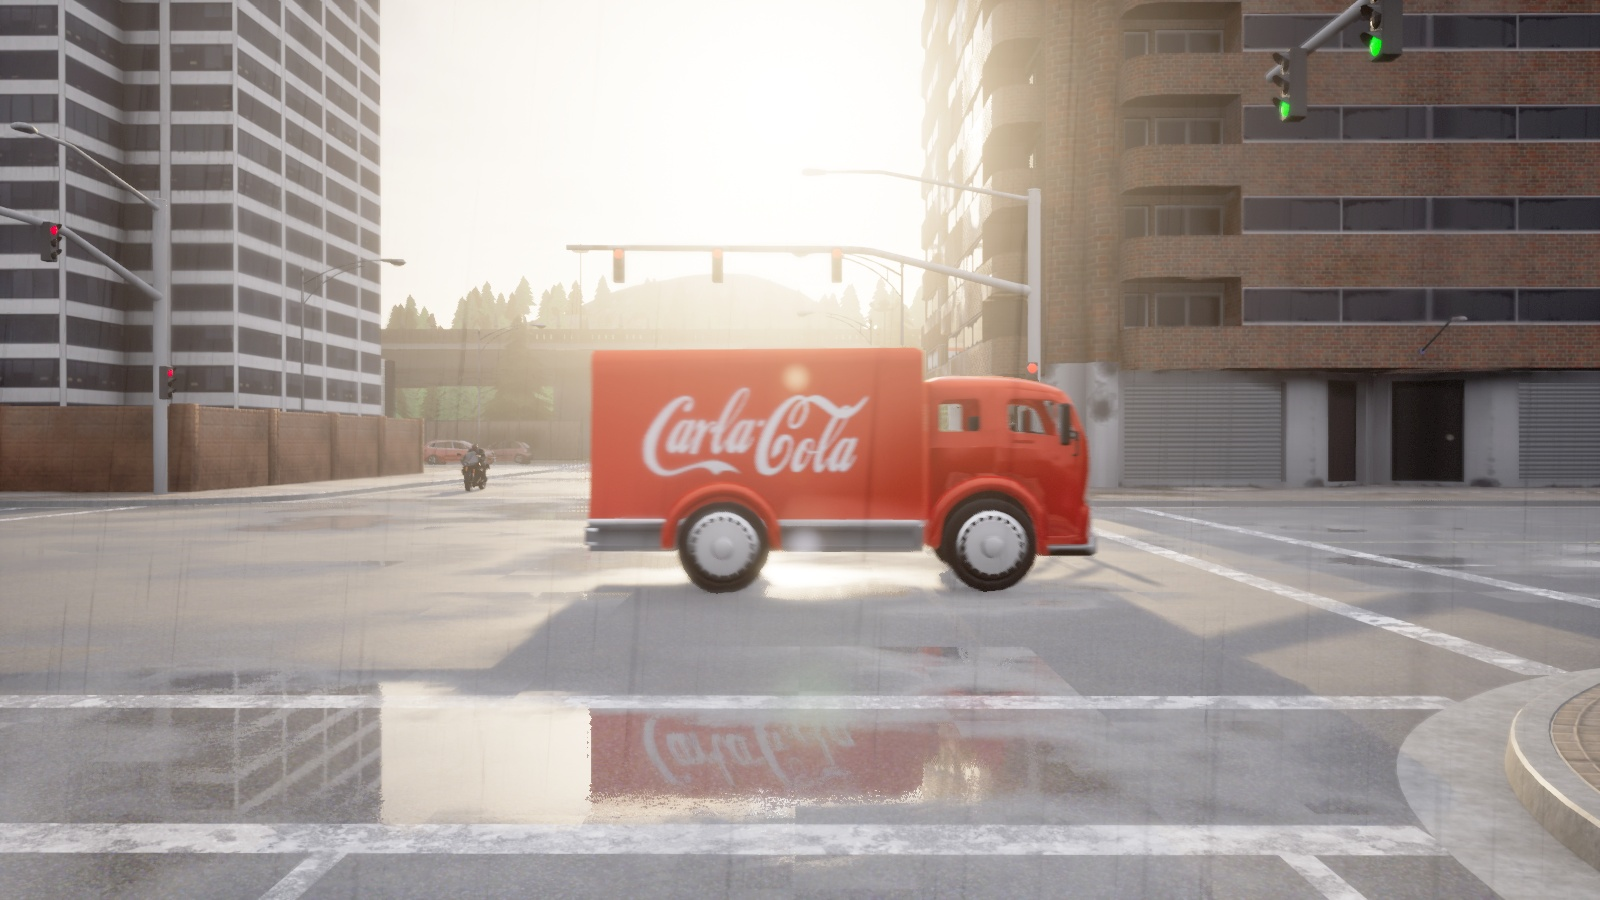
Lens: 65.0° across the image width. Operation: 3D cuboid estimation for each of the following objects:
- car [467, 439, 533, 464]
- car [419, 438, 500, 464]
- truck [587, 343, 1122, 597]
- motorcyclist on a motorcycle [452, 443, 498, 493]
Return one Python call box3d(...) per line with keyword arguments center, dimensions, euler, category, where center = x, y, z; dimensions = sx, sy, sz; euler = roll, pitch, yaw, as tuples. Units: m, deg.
box3d(center=(-20.079, 0.098, 84.201), dimensions=(3.988, 1.617, 1.851), euler=(0, 0, 1), category="car")
box3d(center=(-21.851, 0.062, 80.710), dimensions=(4.611, 1.667, 2.242), euler=(0, 0, 0), category="car")
box3d(center=(0.538, 0.184, 13.558), dimensions=(5.204, 2.467, 2.627), euler=(0, 0, 1), category="truck")
box3d(center=(-10.265, 0.549, 39.709), dimensions=(0.866, 1.530, 2.191), euler=(0, 0, 0), category="motorcyclist on a motorcycle")
